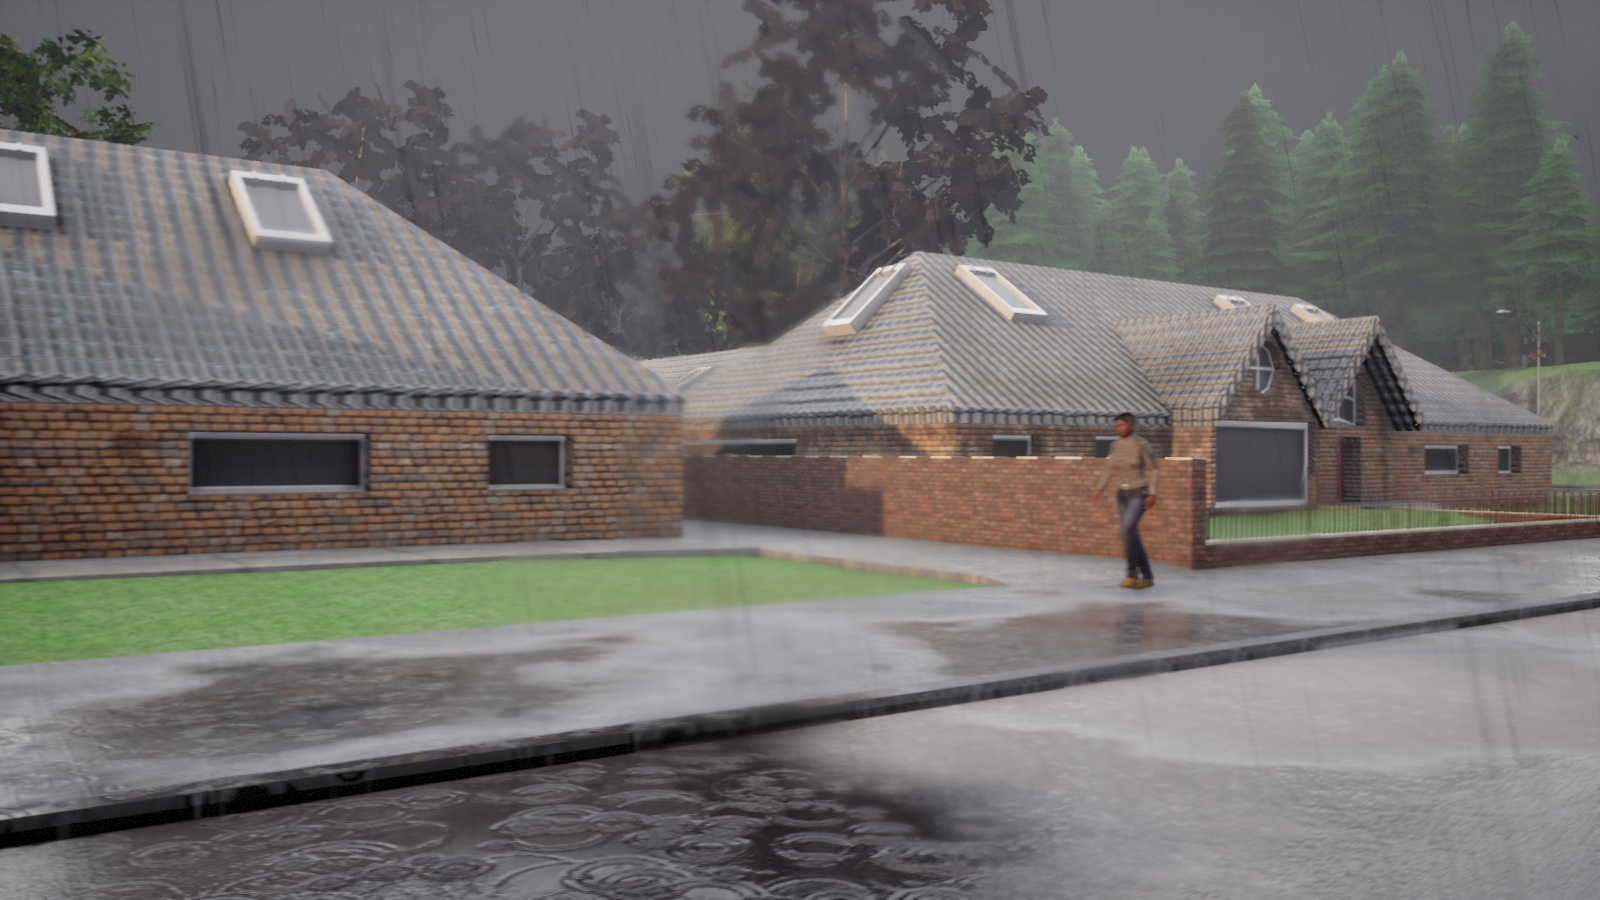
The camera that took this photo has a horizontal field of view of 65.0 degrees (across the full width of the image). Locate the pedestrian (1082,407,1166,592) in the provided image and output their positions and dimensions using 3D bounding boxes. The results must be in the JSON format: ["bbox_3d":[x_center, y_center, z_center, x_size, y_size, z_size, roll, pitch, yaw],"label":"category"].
[{"bbox_3d":[3.261,0.479,12.637,0.869,1.805,0.328,0,0,-35],"label":"pedestrian"}]
